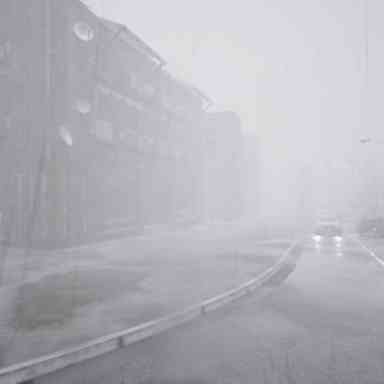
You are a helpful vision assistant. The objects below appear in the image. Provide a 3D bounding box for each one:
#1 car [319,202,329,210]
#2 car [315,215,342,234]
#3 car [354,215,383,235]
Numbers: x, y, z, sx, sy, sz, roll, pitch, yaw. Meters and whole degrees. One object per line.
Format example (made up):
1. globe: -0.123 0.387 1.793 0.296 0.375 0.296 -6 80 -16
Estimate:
1. car: 25.587 2.609 64.607 1.812 1.442 4.674 -1 1 21
2. car: 10.994 2.623 26.851 1.812 1.442 4.674 -1 -4 21
3. car: 14.521 2.638 27.112 1.837 1.490 4.892 -1 -3 21
